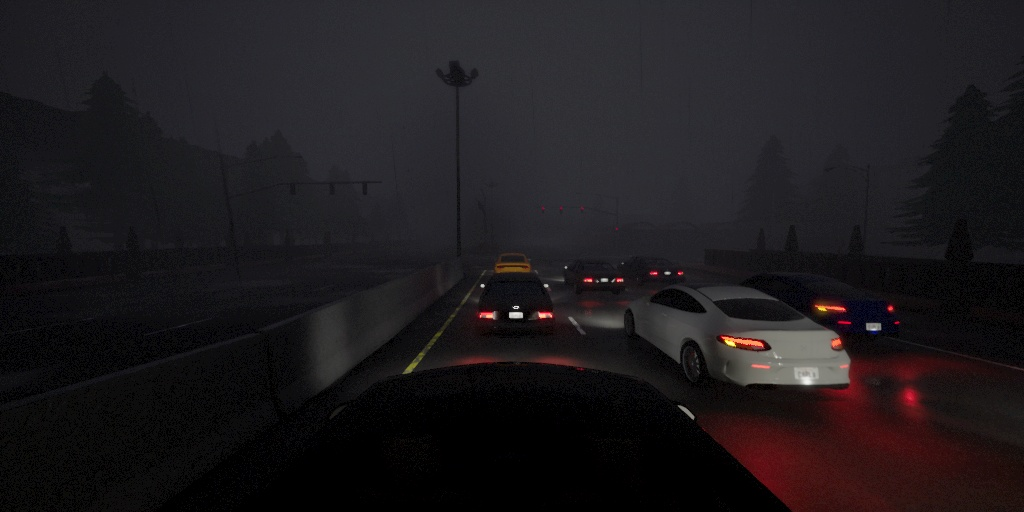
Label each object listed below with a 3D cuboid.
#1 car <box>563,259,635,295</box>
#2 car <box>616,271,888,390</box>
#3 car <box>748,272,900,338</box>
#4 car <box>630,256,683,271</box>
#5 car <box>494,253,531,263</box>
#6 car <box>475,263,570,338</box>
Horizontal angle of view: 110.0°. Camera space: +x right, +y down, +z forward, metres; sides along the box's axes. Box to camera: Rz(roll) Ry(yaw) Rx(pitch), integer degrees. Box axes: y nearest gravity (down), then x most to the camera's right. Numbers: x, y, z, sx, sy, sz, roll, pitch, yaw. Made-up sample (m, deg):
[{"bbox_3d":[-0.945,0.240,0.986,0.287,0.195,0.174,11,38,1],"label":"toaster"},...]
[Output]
[{"bbox_3d":[3.534,0.823,16.205,2.033,1.411,5.357,0,3,0],"label":"car"},{"bbox_3d":[3.579,1.213,6.662,1.812,1.442,4.674,0,1,0],"label":"car"},{"bbox_3d":[7.066,1.137,9.309,1.812,1.442,4.674,0,2,0],"label":"car"},{"bbox_3d":[7.029,0.681,18.710,2.033,1.411,5.357,0,3,0],"label":"car"},{"bbox_3d":[0.024,0.562,19.515,1.882,1.535,5.008,0,3,0],"label":"car"},{"bbox_3d":[0.069,1.143,9.720,2.033,1.411,5.357,0,2,0],"label":"car"}]
